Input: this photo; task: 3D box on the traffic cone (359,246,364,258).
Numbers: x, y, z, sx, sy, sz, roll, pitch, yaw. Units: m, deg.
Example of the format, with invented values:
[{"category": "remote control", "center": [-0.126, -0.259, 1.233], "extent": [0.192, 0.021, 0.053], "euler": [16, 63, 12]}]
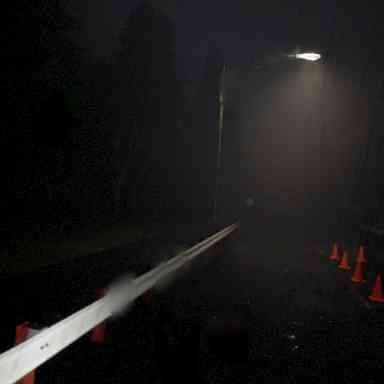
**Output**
[{"category": "traffic cone", "center": [6.964, 2.529, 13.657], "extent": [0.340, 0.580, 0.340], "euler": [3, -1, 14]}]

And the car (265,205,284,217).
[{"category": "car", "center": [12.166, 2.758, 49.218], "extent": [2.128, 1.511, 4.902], "euler": [4, -1, -2]}]

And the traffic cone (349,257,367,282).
[{"category": "traffic cone", "center": [5.019, 2.371, 10.024], "extent": [0.340, 0.580, 0.340], "euler": [3, -1, 14]}]

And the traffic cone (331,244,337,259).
[{"category": "traffic cone", "center": [5.996, 2.472, 13.902], "extent": [0.340, 0.580, 0.340], "euler": [3, -1, 14]}]

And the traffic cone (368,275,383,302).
[{"category": "traffic cone", "center": [4.531, 2.320, 8.086], "extent": [0.340, 0.580, 0.340], "euler": [3, -1, 14]}]

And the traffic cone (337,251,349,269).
[{"category": "traffic cone", "center": [5.508, 2.421, 11.963], "extent": [0.340, 0.580, 0.340], "euler": [3, -1, 14]}]
